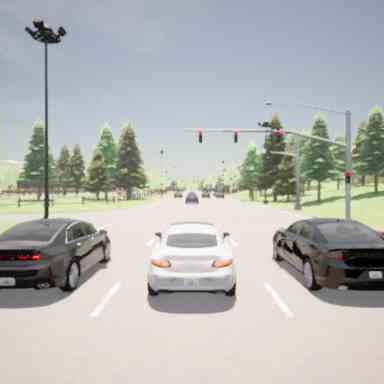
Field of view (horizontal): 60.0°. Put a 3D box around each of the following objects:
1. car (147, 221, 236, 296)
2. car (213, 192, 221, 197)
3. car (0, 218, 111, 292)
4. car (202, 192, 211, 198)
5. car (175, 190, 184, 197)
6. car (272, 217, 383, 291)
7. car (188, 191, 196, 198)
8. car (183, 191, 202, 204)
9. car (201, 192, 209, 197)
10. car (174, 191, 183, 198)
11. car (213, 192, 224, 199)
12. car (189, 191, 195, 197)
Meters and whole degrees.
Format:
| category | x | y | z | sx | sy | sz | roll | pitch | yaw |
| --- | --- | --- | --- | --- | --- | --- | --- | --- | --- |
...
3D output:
| category | x | y | z | sx | sy | sz | roll | pitch | yaw |
| --- | --- | --- | --- | --- | --- | --- | --- | --- | --- |
| car | 0.007 | 1.458 | 8.332 | 1.812 | 1.442 | 4.674 | 0 | 0 | 0 |
| car | 7.011 | 0.636 | 93.264 | 1.994 | 1.385 | 4.181 | 0 | 0 | 0 |
| car | -3.489 | 1.434 | 8.723 | 1.837 | 1.490 | 4.892 | 0 | 0 | 0 |
| car | 3.509 | 0.679 | 83.231 | 2.097 | 1.767 | 4.553 | 0 | 0 | 0 |
| car | -3.489 | 0.439 | 93.234 | 2.097 | 1.767 | 4.553 | 0 | 0 | 0 |
| car | 3.513 | 1.406 | 8.828 | 1.882 | 1.535 | 5.008 | 0 | 0 | 0 |
| car | 0.009 | 0.679 | 83.231 | 2.097 | 1.767 | 4.553 | 0 | 0 | 0 |
| car | 0.006 | 0.932 | 52.203 | 2.097 | 1.767 | 4.553 | 0 | 0 | 0 |
| car | 3.511 | 0.623 | 93.264 | 2.033 | 1.411 | 5.357 | 0 | 0 | 0 |
| car | -3.491 | 0.875 | 83.230 | 1.994 | 1.385 | 4.181 | 0 | 0 | 0 |
| car | 7.009 | 0.851 | 82.845 | 2.128 | 1.511 | 4.902 | 0 | 0 | 0 |
| car | 0.011 | 0.584 | 93.264 | 1.837 | 1.490 | 4.892 | 0 | 0 | 0 |
